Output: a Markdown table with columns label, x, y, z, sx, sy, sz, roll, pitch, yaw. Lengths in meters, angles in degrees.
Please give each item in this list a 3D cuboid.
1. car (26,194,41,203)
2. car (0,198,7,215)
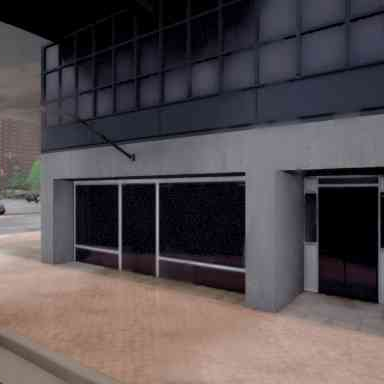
| label | x | y | z | sx | sy | sz | roll | pitch | yaw |
| --- | --- | --- | --- | --- | --- | --- | --- | --- | --- |
| car | -30.218 | 1.153 | 64.697 | 4.605 | 1.855 | 1.932 | 0 | 0 | 35 |
| car | -17.866 | 1.491 | 27.171 | 2.128 | 1.511 | 4.902 | 0 | 0 | 36 |
